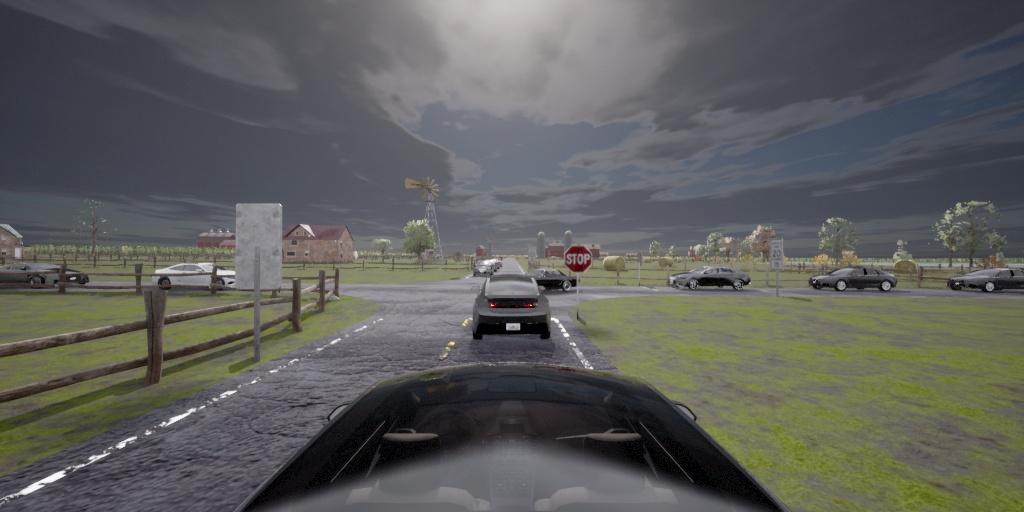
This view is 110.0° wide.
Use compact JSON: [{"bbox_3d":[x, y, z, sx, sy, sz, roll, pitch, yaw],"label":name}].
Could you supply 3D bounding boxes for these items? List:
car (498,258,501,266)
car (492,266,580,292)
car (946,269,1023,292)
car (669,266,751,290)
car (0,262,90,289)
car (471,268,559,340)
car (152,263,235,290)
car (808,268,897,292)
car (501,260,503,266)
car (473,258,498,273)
[{"bbox_3d":[-2.854,1.241,46.170,2.128,1.511,4.902,0,0,0],"label":"car"},{"bbox_3d":[1.499,1.369,20.084,4.718,1.301,1.895,1,0,-35],"label":"car"},{"bbox_3d":[31.702,1.586,23.606,4.892,1.490,1.837,1,-1,-1],"label":"car"},{"bbox_3d":[12.797,1.396,23.313,4.902,1.511,2.128,1,-1,-2],"label":"car"},{"bbox_3d":[-26.364,1.048,19.872,4.181,1.385,1.994,1,-1,-1],"label":"car"},{"bbox_3d":[-0.074,1.256,10.038,1.837,1.490,4.892,0,0,-2],"label":"car"},{"bbox_3d":[-17.244,1.104,19.994,4.674,1.442,1.812,1,-1,-1],"label":"car"},{"bbox_3d":[22.199,1.499,23.485,4.892,1.490,1.837,1,-1,-1],"label":"car"},{"bbox_3d":[-2.823,1.240,55.712,2.128,1.511,4.902,0,0,0],"label":"car"},{"bbox_3d":[-2.861,1.243,36.725,2.128,1.511,4.902,0,0,0],"label":"car"}]
